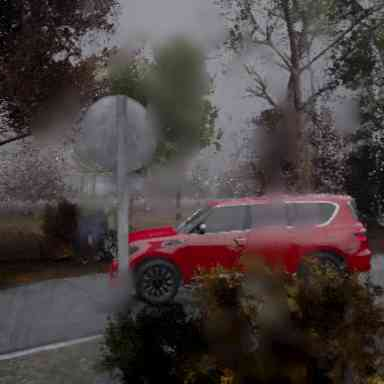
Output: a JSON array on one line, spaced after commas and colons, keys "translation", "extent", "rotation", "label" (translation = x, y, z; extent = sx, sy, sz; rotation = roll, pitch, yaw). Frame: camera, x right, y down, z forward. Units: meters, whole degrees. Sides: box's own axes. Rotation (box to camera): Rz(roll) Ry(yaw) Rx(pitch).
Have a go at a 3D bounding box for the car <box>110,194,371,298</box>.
[{"translation": [1.004, 1.137, 7.555], "extent": [5.566, 2.045, 2.150], "rotation": [-2, 0, -1], "label": "car"}]
